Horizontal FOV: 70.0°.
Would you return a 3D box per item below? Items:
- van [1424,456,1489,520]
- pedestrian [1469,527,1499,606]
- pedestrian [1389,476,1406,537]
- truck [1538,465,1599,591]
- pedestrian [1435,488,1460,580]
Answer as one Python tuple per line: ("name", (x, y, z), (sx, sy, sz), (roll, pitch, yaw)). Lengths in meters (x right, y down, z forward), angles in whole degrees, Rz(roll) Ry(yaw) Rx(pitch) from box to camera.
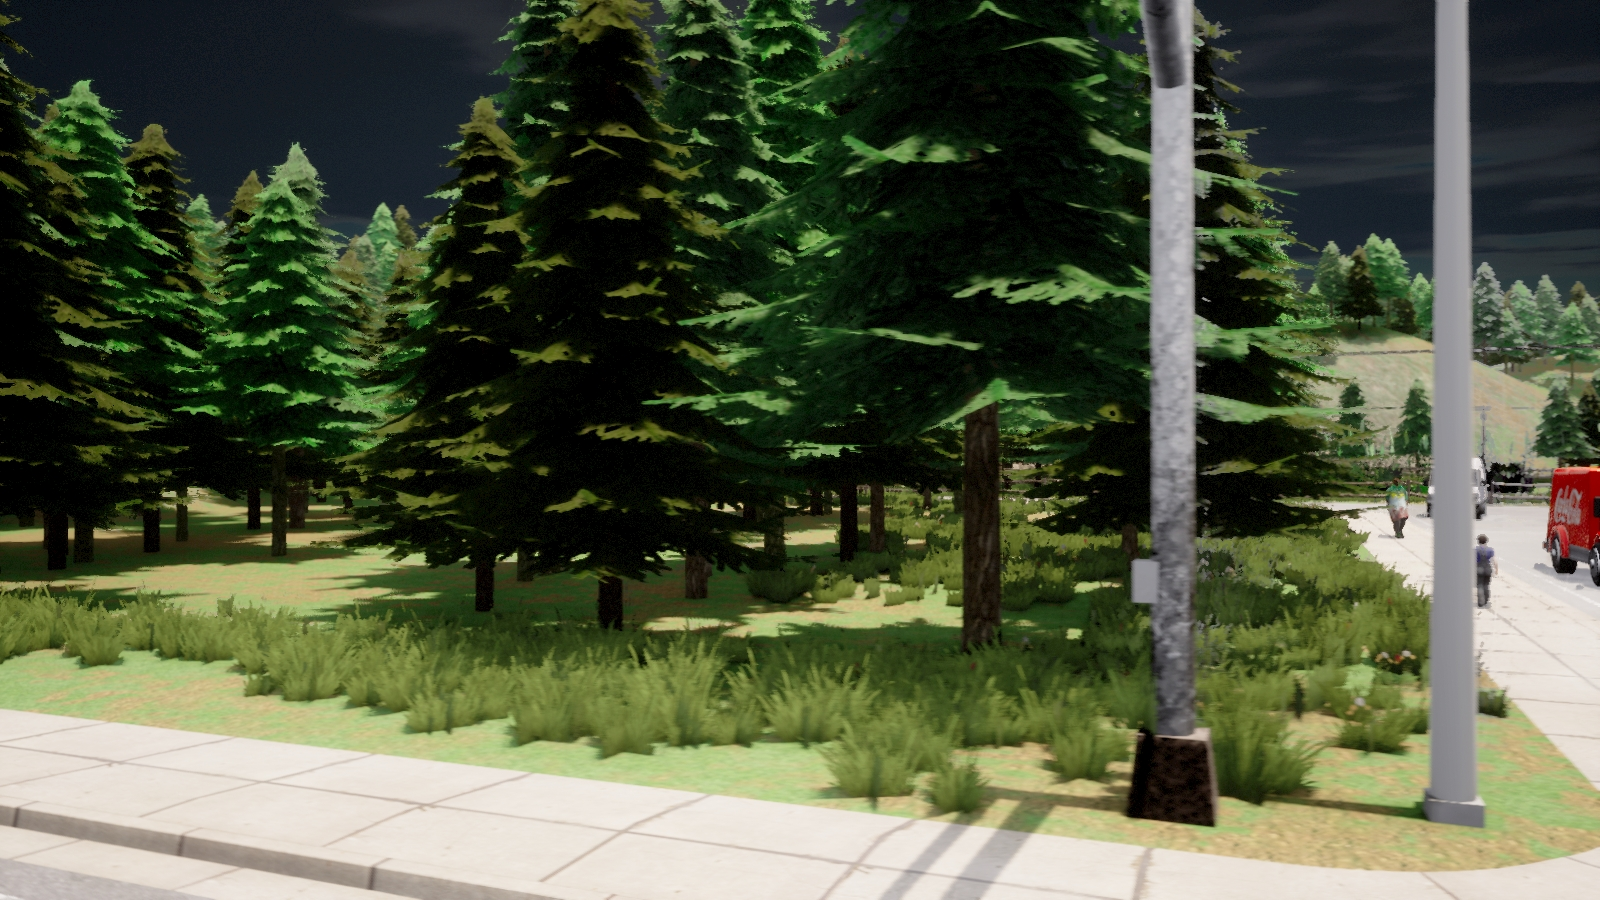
("van", (28.429, 1.566, 49.390), (1.988, 2.561, 5.915), (-1, 0, 34))
("pedestrian", (11.690, 1.988, 19.532), (0.375, 1.300, 0.375), (0, 0, 22))
("pedestrian", (18.263, 1.722, 34.935), (0.375, 1.860, 0.375), (0, 0, 15))
("truck", (18.085, 1.585, 24.721), (2.627, 2.467, 5.204), (0, 0, 22))
("pedestrian", (13.264, 1.713, 23.406), (0.375, 1.860, 0.375), (0, 0, 18))
